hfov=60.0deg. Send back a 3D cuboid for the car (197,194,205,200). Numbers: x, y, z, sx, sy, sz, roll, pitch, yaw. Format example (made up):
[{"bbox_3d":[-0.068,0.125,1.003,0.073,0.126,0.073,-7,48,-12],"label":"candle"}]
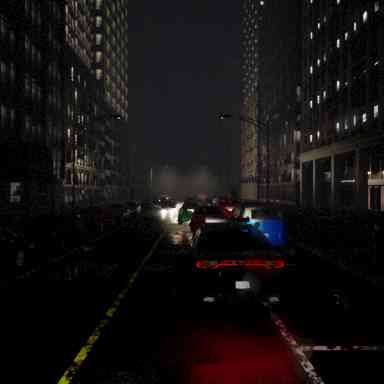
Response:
[{"bbox_3d":[2.458,1.413,93.529,1.967,1.590,4.097,-1,0,0],"label":"car"}]

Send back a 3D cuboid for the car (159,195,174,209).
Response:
[{"bbox_3d":[-3.106,1.481,44.368,2.128,1.511,4.902,0,0,0],"label":"car"}]

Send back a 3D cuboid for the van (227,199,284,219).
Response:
[{"bbox_3d":[2.648,1.338,13.958,1.690,1.788,3.998,-1,0,0],"label":"van"}]

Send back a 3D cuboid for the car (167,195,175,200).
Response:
[{"bbox_3d":[-5.922,1.539,93.509,1.947,1.339,4.313,-1,0,0],"label":"car"}]

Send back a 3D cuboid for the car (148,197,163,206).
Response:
[{"bbox_3d":[-5.826,1.537,53.723,2.008,1.369,4.403,-1,0,0],"label":"car"}]

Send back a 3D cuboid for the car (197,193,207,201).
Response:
[{"bbox_3d":[2.484,1.293,82.162,2.192,1.841,5.009,-1,0,0],"label":"car"}]

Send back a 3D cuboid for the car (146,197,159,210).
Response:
[{"bbox_3d":[-5.799,1.541,42.356,2.008,1.369,4.403,-1,0,0],"label":"car"}]

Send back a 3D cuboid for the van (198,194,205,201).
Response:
[{"bbox_3d":[2.471,1.317,87.845,1.690,1.788,3.998,-1,0,0],"label":"van"}]

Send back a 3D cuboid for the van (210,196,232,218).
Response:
[{"bbox_3d":[2.607,1.334,31.009,1.690,1.788,3.998,-1,0,0],"label":"van"}]

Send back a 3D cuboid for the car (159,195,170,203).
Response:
[{"bbox_3d":[-5.868,1.421,70.774,1.967,1.590,4.097,-1,0,0],"label":"car"}]

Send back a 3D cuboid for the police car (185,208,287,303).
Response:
[{"bbox_3d":[0.880,1.423,8.410,1.930,1.638,5.238,0,0,0],"label":"police car"}]

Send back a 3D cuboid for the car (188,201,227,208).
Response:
[{"bbox_3d":[0.856,1.473,18.300,1.882,1.535,5.008,0,0,0],"label":"car"}]

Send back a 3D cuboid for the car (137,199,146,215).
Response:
[{"bbox_3d":[-5.771,1.575,30.989,1.802,1.307,4.206,-1,0,0],"label":"car"}]

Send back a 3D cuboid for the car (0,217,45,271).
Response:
[{"bbox_3d":[-5.717,1.549,8.254,2.008,1.369,4.403,-1,0,0],"label":"car"}]

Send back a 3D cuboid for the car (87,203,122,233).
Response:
[{"bbox_3d":[-5.744,1.540,19.621,1.887,1.381,4.507,-1,0,0],"label":"car"}]

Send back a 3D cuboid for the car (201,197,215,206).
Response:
[{"bbox_3d":[2.555,1.537,53.743,2.008,1.369,4.403,-1,0,0],"label":"car"}]

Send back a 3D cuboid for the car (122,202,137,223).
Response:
[{"bbox_3d":[-5.759,1.545,25.305,2.008,1.369,4.403,-1,0,0],"label":"car"}]

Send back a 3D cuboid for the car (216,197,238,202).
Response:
[{"bbox_3d":[2.620,1.309,25.325,2.192,1.841,5.009,-1,0,0],"label":"car"}]

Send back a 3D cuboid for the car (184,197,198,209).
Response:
[{"bbox_3d":[-0.086,1.514,46.325,1.812,1.442,4.674,0,0,0],"label":"car"}]

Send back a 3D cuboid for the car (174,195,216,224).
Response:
[{"bbox_3d":[0.325,1.346,24.395,2.097,1.767,4.553,0,0,8],"label":"car"}]

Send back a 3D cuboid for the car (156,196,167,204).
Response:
[{"bbox_3d":[-5.853,1.565,65.090,1.802,1.307,4.206,-1,0,0],"label":"car"}]

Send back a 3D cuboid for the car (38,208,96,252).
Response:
[{"bbox_3d":[-5.731,1.563,13.938,1.947,1.339,4.313,-1,0,0],"label":"car"}]

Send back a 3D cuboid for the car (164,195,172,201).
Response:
[{"bbox_3d":[-5.894,1.503,81.972,1.752,1.417,4.829,-1,0,0],"label":"car"}]
